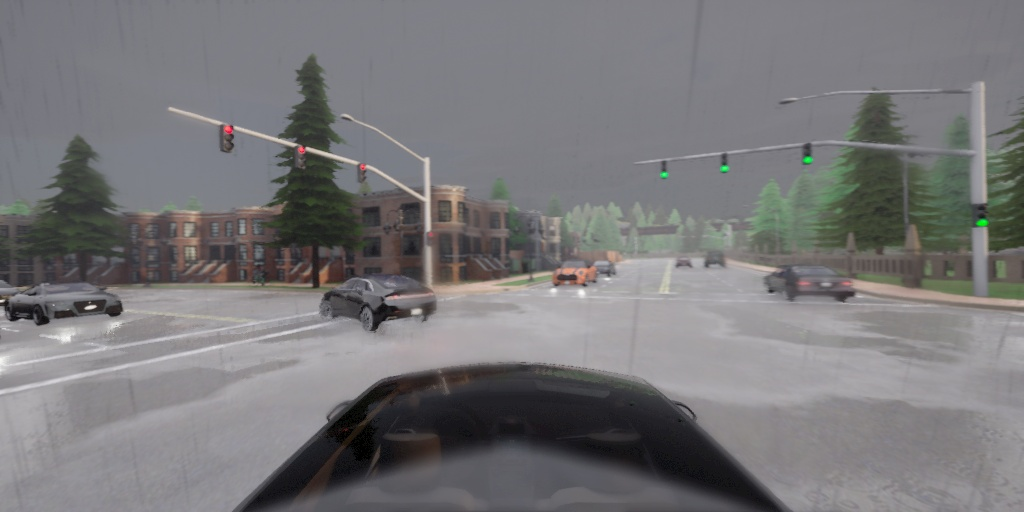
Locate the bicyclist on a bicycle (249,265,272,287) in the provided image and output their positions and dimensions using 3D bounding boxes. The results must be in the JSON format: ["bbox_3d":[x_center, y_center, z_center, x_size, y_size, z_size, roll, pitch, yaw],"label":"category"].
[{"bbox_3d":[-18.379,1.453,26.243,0.582,1.620,1.656,-1,0,23],"label":"bicyclist on a bicycle"}]

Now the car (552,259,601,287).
[{"bbox_3d":[4.188,1.001,23.526,2.097,1.767,4.553,-1,0,24],"label":"car"}]

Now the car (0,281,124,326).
[{"bbox_3d":[-16.798,1.683,13.490,4.181,1.385,1.994,-1,0,23],"label":"car"}]

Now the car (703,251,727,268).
[{"bbox_3d":[25.225,0.396,44.691,2.150,2.045,5.566,-1,0,24],"label":"car"}]

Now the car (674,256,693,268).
[{"bbox_3d":[21.895,0.774,45.803,1.812,1.442,4.674,-1,0,24],"label":"car"}]

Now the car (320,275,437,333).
[{"bbox_3d":[-4.337,1.334,11.300,4.902,1.511,2.128,-1,-1,43],"label":"car"}]

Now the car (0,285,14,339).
[{"bbox_3d":[-14.827,1.582,8.858,4.892,1.490,1.837,-1,0,23],"label":"car"}]

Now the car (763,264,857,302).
[{"bbox_3d":[12.062,1.025,14.908,2.033,1.411,5.357,-1,0,24],"label":"car"}]

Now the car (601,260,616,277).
[{"bbox_3d":[8.246,1.082,32.594,1.812,1.442,4.674,-1,0,25],"label":"car"}]
